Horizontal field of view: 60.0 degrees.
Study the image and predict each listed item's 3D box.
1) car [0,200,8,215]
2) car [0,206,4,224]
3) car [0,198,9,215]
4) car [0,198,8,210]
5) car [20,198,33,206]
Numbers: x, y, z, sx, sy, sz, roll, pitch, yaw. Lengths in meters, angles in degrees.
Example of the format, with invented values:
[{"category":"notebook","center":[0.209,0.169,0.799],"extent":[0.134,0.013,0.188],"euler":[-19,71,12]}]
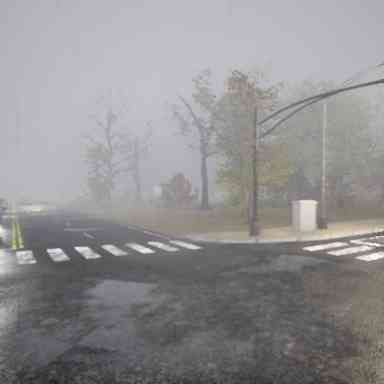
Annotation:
[{"category":"car","center":[-19.614,1.535,33.264],"extent":[1.994,1.385,4.181],"euler":[1,0,-28]},{"category":"car","center":[-10.428,1.569,16.194],"extent":[1.895,1.301,4.718],"euler":[1,0,-29]},{"category":"car","center":[-14.883,1.463,24.450],"extent":[2.128,1.511,4.902],"euler":[1,0,-28]},{"category":"car","center":[-24.446,1.492,42.321],"extent":[1.812,1.442,4.674],"euler":[1,0,-28]},{"category":"car","center":[-26.883,1.582,53.925],"extent":[1.895,1.301,4.718],"euler":[1,0,-28]}]
